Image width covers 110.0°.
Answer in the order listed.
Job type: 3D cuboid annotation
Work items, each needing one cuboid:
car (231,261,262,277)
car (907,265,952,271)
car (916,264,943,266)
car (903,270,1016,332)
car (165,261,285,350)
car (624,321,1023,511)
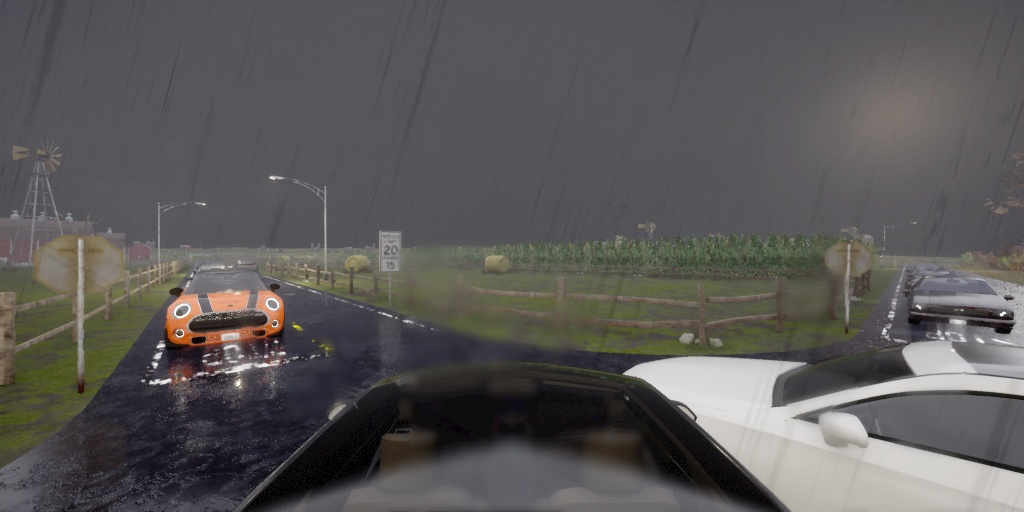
[{"bbox_3d":[-27.033,1.251,36.459,2.128,1.511,4.902,0,0,-41],"label":"car"},{"bbox_3d":[21.073,1.360,17.829,4.181,1.385,1.994,0,1,-43],"label":"car"},{"bbox_3d":[28.722,1.303,24.725,4.902,1.511,2.128,0,1,-42],"label":"car"},{"bbox_3d":[13.656,1.333,11.131,5.357,1.411,2.033,0,1,-42],"label":"car"},{"bbox_3d":[-7.454,1.136,9.422,2.097,1.767,4.553,0,0,-39],"label":"car"},{"bbox_3d":[2.863,1.293,2.197,1.812,1.442,4.674,0,1,-43],"label":"car"}]
